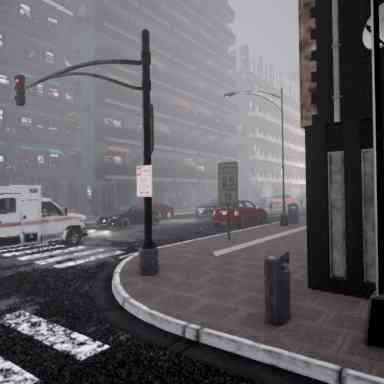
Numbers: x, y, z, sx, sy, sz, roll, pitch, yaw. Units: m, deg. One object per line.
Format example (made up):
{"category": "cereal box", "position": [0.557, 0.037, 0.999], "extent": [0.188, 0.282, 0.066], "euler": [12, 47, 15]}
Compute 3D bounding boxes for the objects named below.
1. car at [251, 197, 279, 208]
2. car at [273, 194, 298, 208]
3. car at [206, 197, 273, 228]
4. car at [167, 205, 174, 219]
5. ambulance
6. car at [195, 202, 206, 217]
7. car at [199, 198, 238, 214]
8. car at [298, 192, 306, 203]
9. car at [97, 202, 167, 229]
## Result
{"category": "car", "position": [9.498, 1.311, 43.129], "extent": [1.947, 1.339, 4.313], "euler": [-1, 0, 36]}
{"category": "car", "position": [10.710, 1.059, 40.382], "extent": [2.097, 1.767, 4.553], "euler": [-1, 0, 37]}
{"category": "car", "position": [2.933, 1.201, 19.842], "extent": [1.967, 1.590, 4.097], "euler": [-1, 0, 36]}
{"category": "car", "position": [-3.259, 1.458, 25.906], "extent": [1.887, 1.381, 4.507], "euler": [-1, 0, 36]}
{"category": "ambulance", "position": [-6.731, 1.006, 11.398], "extent": [2.351, 2.431, 6.366], "euler": [0, 1, 36]}
{"category": "car", "position": [2.158, 1.310, 28.763], "extent": [2.128, 1.511, 4.902], "euler": [-1, 0, 37]}
{"category": "car", "position": [2.793, 1.384, 33.996], "extent": [2.008, 1.369, 4.403], "euler": [-1, 0, 36]}
{"category": "car", "position": [19.550, 0.931, 56.827], "extent": [2.192, 1.841, 5.009], "euler": [-1, 0, 36]}
{"category": "car", "position": [-3.846, 1.464, 20.592], "extent": [1.994, 1.385, 4.181], "euler": [-1, 0, 36]}
